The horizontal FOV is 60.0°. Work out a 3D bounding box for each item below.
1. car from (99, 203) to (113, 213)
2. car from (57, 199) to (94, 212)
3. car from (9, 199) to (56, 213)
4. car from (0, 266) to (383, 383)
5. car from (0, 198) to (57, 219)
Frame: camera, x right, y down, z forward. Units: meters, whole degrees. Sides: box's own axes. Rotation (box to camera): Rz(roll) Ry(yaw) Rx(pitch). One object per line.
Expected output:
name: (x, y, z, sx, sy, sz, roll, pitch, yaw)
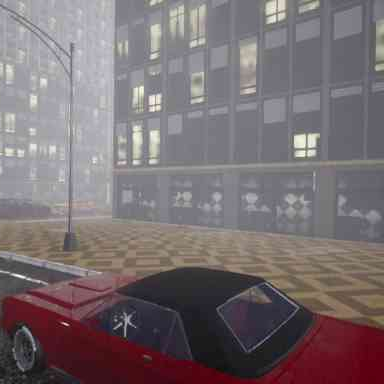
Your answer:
car: (-8.844, 1.829, 39.922, 1.752, 1.417, 4.829, 1, 0, 37)
car: (-14.693, 1.671, 41.736, 1.882, 1.535, 5.008, 1, 0, 37)
car: (-19.138, 1.642, 40.119, 1.752, 1.417, 4.829, 1, 0, 37)
car: (-0.285, 1.600, 3.895, 4.718, 1.301, 1.895, 0, 0, 36)
car: (-15.671, 1.519, 30.733, 2.192, 1.841, 5.009, 1, 0, 37)
